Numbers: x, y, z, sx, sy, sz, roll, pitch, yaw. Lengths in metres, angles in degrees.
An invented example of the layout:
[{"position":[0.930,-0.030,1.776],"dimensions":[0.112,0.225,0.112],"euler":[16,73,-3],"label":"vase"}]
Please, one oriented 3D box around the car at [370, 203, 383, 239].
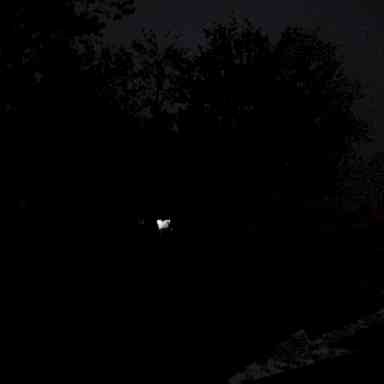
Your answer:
[{"position":[9.682,1.167,13.669],"dimensions":[2.097,1.767,4.553],"euler":[-2,-1,-14],"label":"car"}]
